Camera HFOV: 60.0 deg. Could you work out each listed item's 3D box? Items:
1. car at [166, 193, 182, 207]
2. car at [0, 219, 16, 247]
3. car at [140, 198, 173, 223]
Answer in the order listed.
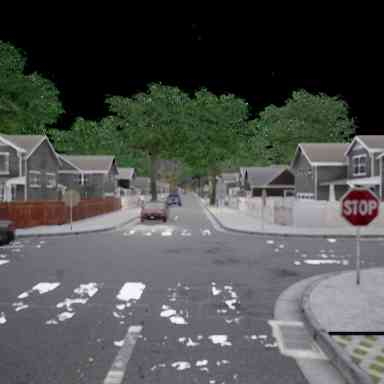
[{"bbox_3d":[-2.705,1.216,50.945,2.150,2.045,5.566,0,0,0],"label":"car"},{"bbox_3d":[-8.899,1.497,11.591,4.892,1.490,1.837,0,-1,-31],"label":"car"},{"bbox_3d":[-2.729,1.468,25.391,1.882,1.535,5.008,0,0,0],"label":"car"}]
